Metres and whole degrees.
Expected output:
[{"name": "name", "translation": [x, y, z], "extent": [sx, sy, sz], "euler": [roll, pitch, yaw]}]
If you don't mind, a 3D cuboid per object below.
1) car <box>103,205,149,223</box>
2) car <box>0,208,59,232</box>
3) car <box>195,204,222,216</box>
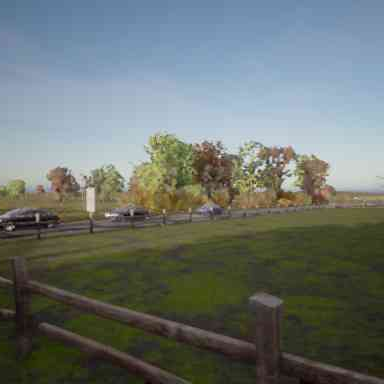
[{"name": "car", "translation": [-6.312, 2.061, 32.166], "extent": [2.128, 1.511, 4.902], "euler": [0, -1, 36]}, {"name": "car", "translation": [-12.088, 1.932, 24.022], "extent": [1.837, 1.490, 4.892], "euler": [0, -1, 34]}, {"name": "car", "translation": [2.243, 2.307, 44.125], "extent": [1.812, 1.442, 4.674], "euler": [0, -1, 36]}]
